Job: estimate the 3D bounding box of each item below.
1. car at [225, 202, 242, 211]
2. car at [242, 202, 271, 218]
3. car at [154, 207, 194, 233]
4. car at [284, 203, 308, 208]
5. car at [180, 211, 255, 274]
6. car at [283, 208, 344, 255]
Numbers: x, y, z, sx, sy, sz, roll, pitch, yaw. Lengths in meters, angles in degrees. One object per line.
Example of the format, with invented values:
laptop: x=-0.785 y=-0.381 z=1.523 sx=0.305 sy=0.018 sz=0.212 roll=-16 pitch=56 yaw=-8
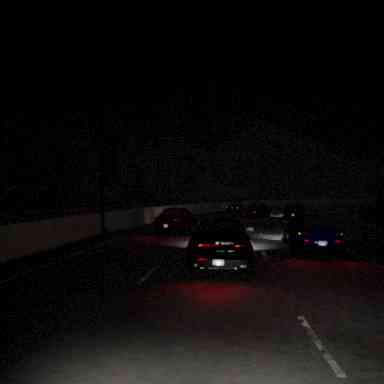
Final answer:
car: x=5.555 y=1.837 z=39.400 sx=2.033 sy=1.411 sz=5.357 roll=0 pitch=0 yaw=25
car: x=6.664 y=1.727 z=32.984 sx=1.882 sy=1.535 sz=5.008 roll=0 pitch=0 yaw=21
car: x=-0.915 y=1.663 z=20.265 sx=1.812 sy=1.442 sz=4.674 roll=0 pitch=0 yaw=13
car: x=9.648 y=1.751 z=31.038 sx=1.837 sy=1.490 sz=4.892 roll=0 pitch=-1 yaw=21
car: x=0.980 y=1.584 z=10.958 sx=1.837 sy=1.490 sz=4.892 roll=0 pitch=0 yaw=7
car: x=4.940 y=1.638 z=13.902 sx=1.812 sy=1.442 sz=4.674 roll=0 pitch=0 yaw=9
